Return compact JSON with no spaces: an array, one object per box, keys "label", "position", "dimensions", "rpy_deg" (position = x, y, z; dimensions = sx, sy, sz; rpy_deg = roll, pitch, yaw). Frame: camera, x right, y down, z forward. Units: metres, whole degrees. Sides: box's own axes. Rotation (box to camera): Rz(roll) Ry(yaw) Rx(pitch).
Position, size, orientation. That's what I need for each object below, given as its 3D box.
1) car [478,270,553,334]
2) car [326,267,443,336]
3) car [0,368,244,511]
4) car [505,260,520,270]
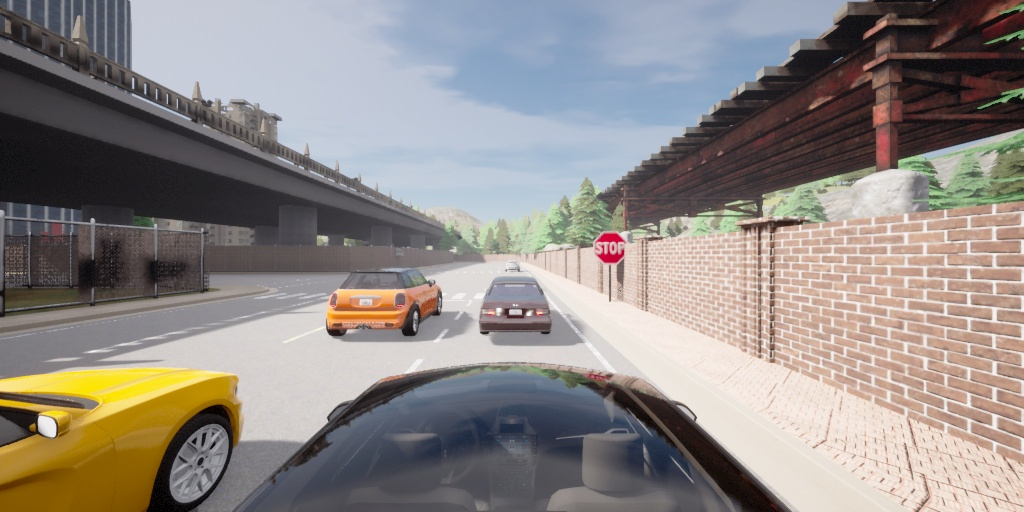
[{"label":"car","position":[0.078,1.297,10.537],"dimensions":[2.033,1.411,5.357],"rpy_deg":[0,0,0]},{"label":"car","position":[-3.423,1.102,10.515],"dimensions":[2.097,1.767,4.553],"rpy_deg":[0,0,0]},{"label":"car","position":[-3.398,1.228,1.257],"dimensions":[1.882,1.535,5.008],"rpy_deg":[0,0,0]},{"label":"car","position":[0.068,1.276,46.357],"dimensions":[1.812,1.442,4.674],"rpy_deg":[0,0,-1]}]
